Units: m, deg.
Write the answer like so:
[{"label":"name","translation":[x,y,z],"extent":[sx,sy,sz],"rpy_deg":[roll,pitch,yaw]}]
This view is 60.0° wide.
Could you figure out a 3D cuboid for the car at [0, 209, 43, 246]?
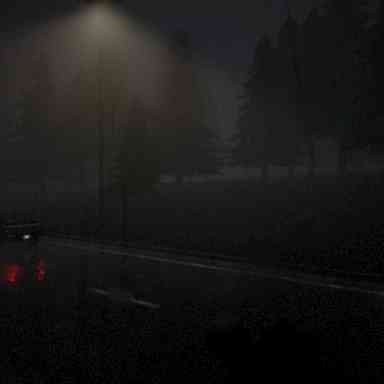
[{"label":"car","translation":[-8.269,1.493,14.066],"extent":[4.902,1.511,2.128],"rpy_deg":[0,0,36]}]
